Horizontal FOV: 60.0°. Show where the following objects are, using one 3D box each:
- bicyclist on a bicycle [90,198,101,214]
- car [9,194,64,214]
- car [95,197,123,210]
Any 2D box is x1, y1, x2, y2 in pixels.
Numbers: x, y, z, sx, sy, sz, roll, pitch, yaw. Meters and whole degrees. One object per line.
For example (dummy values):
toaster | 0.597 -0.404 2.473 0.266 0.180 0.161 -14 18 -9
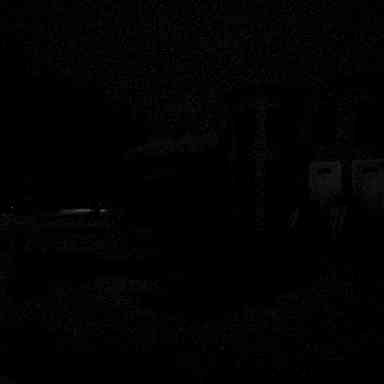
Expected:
bicyclist on a bicycle | -9.419 1.360 32.344 1.656 1.620 0.582 0 1 36
car | -16.847 1.242 36.425 2.150 2.045 5.566 0 0 36
car | -10.790 1.498 44.729 1.882 1.535 5.008 0 0 36
